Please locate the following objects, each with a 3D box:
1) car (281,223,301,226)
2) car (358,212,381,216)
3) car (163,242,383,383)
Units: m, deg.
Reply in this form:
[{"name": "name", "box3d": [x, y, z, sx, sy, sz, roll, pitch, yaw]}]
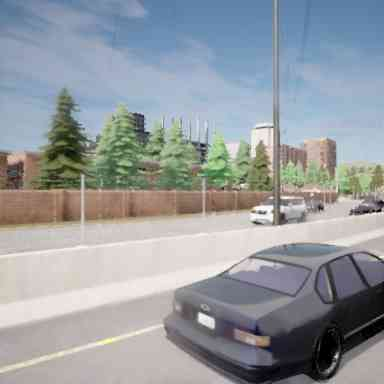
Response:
[{"name": "car", "box3d": [6.484, 1.350, 24.196, 2.150, 2.045, 5.566, 0, 0, 42]}, {"name": "car", "box3d": [15.612, 1.744, 29.779, 1.895, 1.301, 4.718, 0, 0, 38]}, {"name": "car", "box3d": [2.130, 1.577, 5.521, 5.357, 1.411, 2.033, 0, 0, -39]}]
